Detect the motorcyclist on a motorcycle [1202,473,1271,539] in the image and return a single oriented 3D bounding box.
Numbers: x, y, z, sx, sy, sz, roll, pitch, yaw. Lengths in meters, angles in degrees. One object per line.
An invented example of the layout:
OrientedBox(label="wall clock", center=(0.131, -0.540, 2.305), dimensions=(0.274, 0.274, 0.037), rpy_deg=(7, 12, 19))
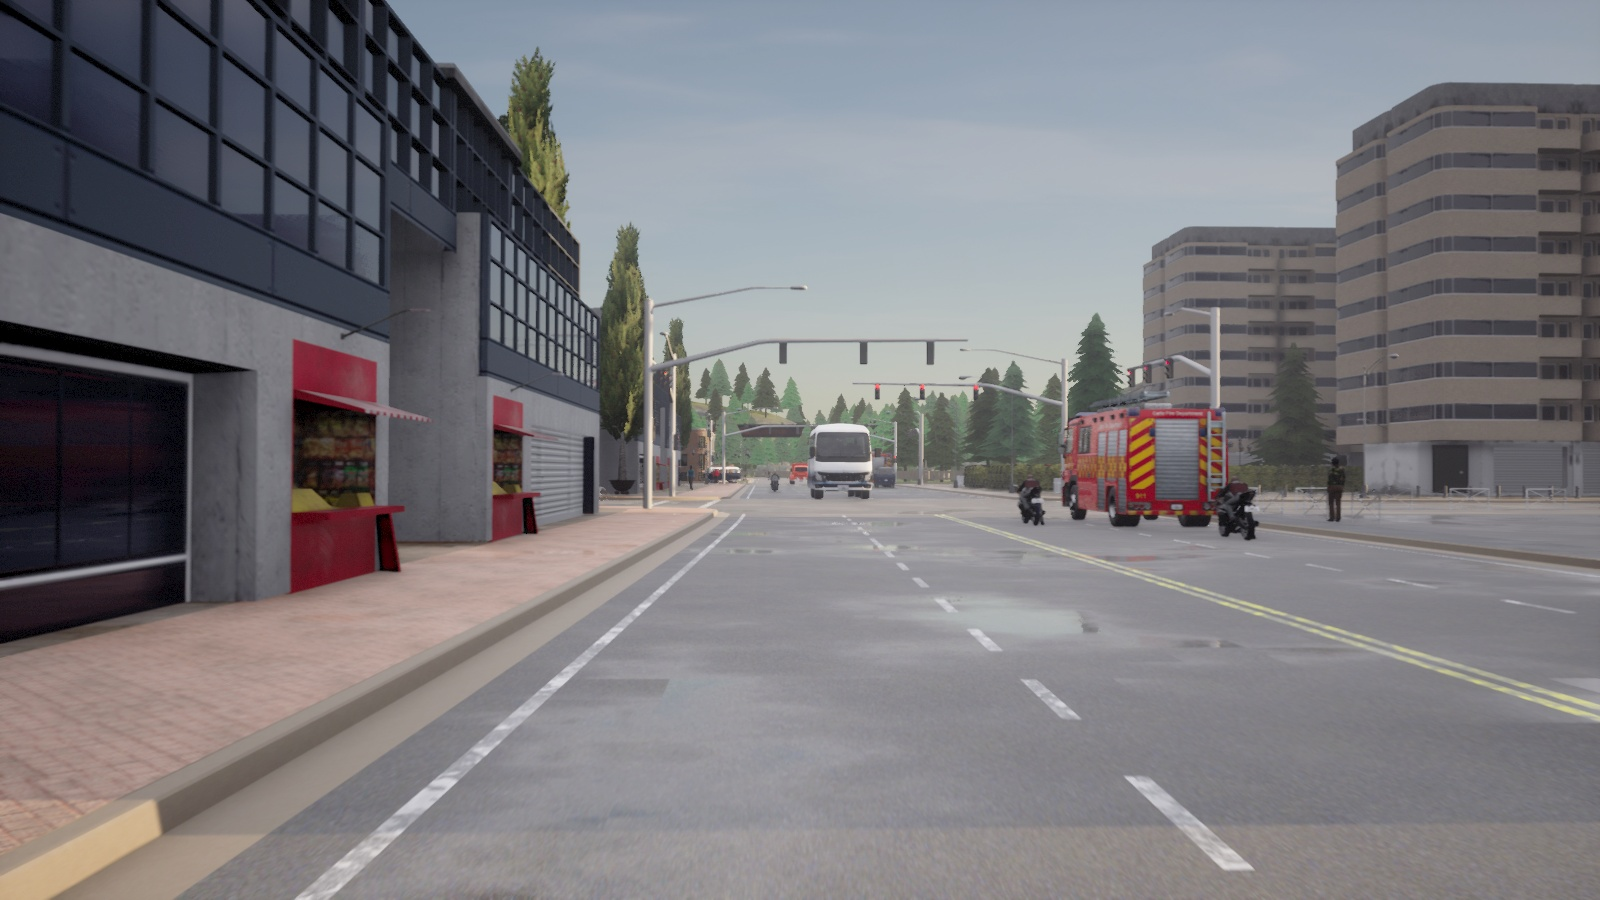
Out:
OrientedBox(label="motorcyclist on a motorcycle", center=(10.426, 1.311, 30.078), dimensions=(0.866, 1.530, 2.191), rpy_deg=(0, -1, 0))

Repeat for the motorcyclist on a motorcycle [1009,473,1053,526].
OrientedBox(label="motorcyclist on a motorcycle", center=(6.889, 1.451, 37.543), dimensions=(0.866, 1.530, 2.191), rpy_deg=(0, -1, 0))

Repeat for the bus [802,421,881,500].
OrientedBox(label="bus", center=(2.257, 0.650, 72.907), dimensions=(3.944, 4.253, 10.273), rpy_deg=(0, -1, -2))

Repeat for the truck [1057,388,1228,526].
OrientedBox(label="truck", center=(10.365, 0.263, 39.070), dimensions=(2.891, 3.827, 8.468), rpy_deg=(0, -1, -1))

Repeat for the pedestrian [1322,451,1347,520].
OrientedBox(label="pedestrian", center=(15.241, 1.012, 35.814), dimensions=(0.395, 1.930, 0.692), rpy_deg=(0, -1, -2))
